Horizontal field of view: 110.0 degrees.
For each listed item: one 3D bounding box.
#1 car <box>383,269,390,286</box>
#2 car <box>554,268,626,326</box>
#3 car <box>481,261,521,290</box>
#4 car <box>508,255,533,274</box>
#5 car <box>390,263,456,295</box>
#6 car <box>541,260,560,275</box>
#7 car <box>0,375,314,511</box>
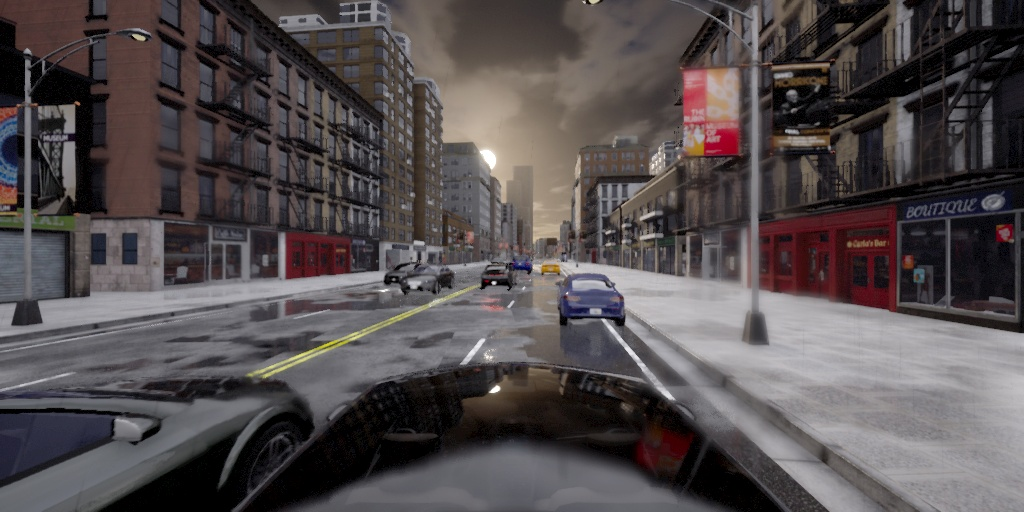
[{"bbox_3d":[-7.225,1.245,25.070,1.837,1.490,4.892,0,0,6],"label":"car"},{"bbox_3d":[2.408,1.274,11.580,1.812,1.442,4.674,0,0,6],"label":"car"},{"bbox_3d":[-0.745,1.247,22.613,1.837,1.490,4.892,0,0,6],"label":"car"},{"bbox_3d":[1.159,0.953,40.780,2.150,2.045,5.566,0,0,6],"label":"car"},{"bbox_3d":[-4.507,1.235,19.836,2.128,1.511,4.902,0,0,6],"label":"car"},{"bbox_3d":[4.103,1.211,38.071,1.882,1.535,5.008,0,0,6],"label":"car"},{"bbox_3d":[-2.946,1.313,1.646,1.994,1.385,4.181,0,0,6],"label":"car"}]
